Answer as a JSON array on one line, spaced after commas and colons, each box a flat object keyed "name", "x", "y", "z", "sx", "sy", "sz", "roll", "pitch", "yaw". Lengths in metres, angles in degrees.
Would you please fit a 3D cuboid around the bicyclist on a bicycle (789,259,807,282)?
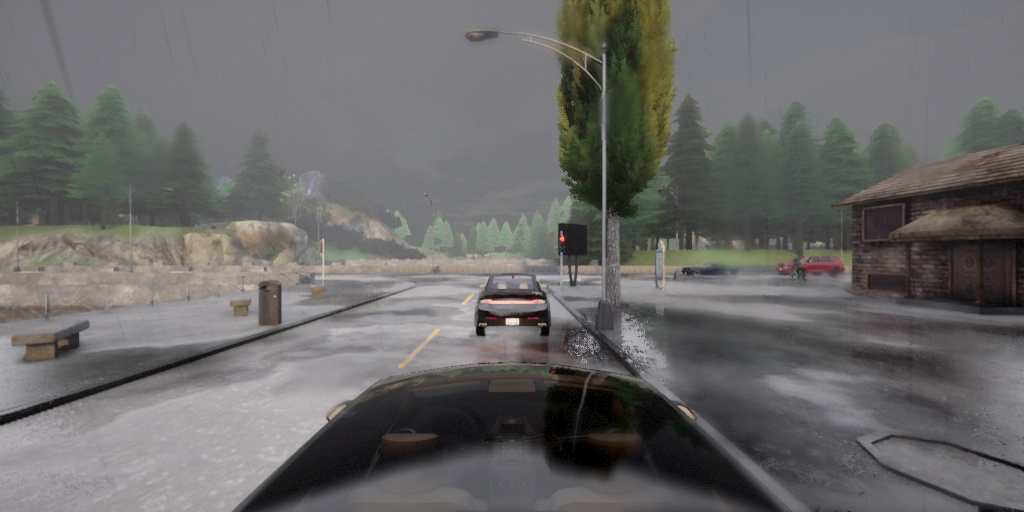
[{"name": "bicyclist on a bicycle", "x": 20.953, "y": 1.080, "z": 26.283, "sx": 0.582, "sy": 1.620, "sz": 1.656, "roll": -1, "pitch": 0, "yaw": 0}]

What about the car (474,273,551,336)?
[{"name": "car", "x": 0.030, "y": 1.236, "z": 10.336, "sx": 2.128, "sy": 1.511, "sz": 4.902, "roll": 0, "pitch": 0, "yaw": 0}]

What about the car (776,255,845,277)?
[{"name": "car", "x": 28.812, "y": 0.953, "z": 34.686, "sx": 5.566, "sy": 2.045, "sz": 2.150, "roll": 0, "pitch": 0, "yaw": 0}]

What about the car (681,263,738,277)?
[{"name": "car", "x": 19.016, "y": 1.332, "z": 34.686, "sx": 4.718, "sy": 1.301, "sz": 1.895, "roll": 0, "pitch": 0, "yaw": 0}]
